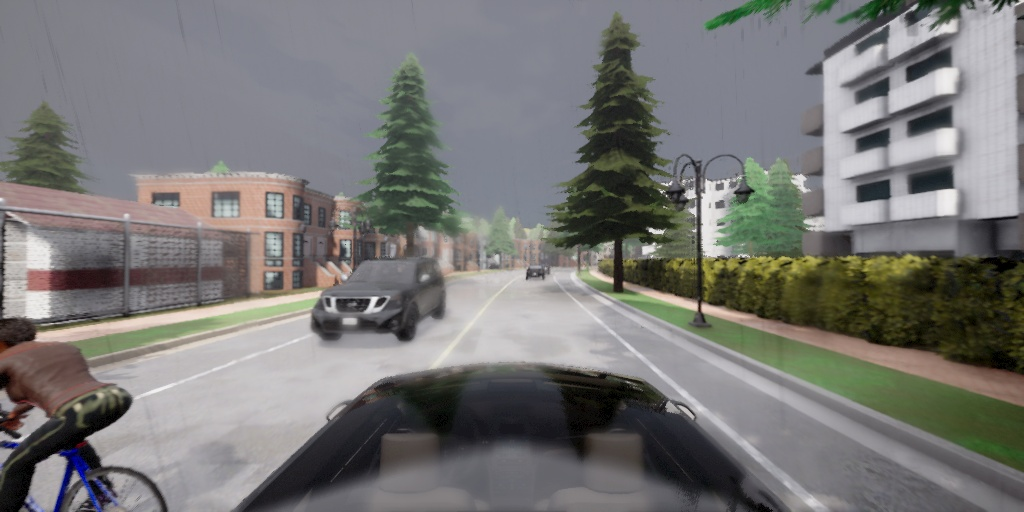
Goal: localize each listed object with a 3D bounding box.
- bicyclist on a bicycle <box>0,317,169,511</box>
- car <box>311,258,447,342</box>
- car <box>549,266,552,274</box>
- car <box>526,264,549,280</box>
[{"bbox_3d":[-2.978,1.209,2.245,1.656,1.620,0.582,-2,-1,0],"label":"bicyclist on a bicycle"},{"bbox_3d":[-3.386,1.062,10.431,2.150,2.045,5.566,0,0,2],"label":"car"},{"bbox_3d":[4.257,1.754,48.497,2.128,1.511,4.902,0,-1,10],"label":"car"},{"bbox_3d":[2.526,1.614,37.062,1.882,1.535,5.008,0,0,7],"label":"car"}]
